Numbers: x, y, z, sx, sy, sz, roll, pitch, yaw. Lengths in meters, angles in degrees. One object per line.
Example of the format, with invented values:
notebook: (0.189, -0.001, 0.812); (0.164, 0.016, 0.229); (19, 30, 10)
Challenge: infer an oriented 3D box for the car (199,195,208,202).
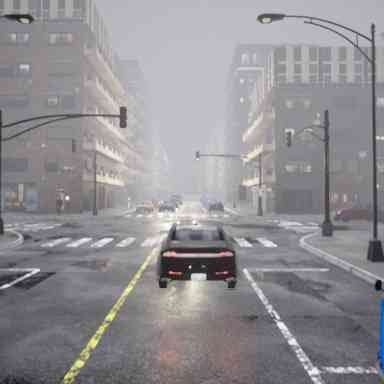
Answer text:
car: (2.962, 1.597, 84.879); (2.192, 1.841, 5.009); (1, 0, 0)

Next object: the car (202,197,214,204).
car: (2.839, 1.698, 45.381); (2.008, 1.369, 4.403); (1, 0, 0)

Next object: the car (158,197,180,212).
car: (-2.979, 1.679, 40.739); (2.033, 1.411, 5.357); (0, 0, 0)

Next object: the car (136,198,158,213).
car: (-5.557, 1.653, 39.593); (1.752, 1.417, 4.829); (1, 0, 0)

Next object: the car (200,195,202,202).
car: (2.908, 1.749, 68.121); (1.752, 1.417, 4.829); (1, 0, 0)

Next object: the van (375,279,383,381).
van: (2.679, 1.347, 1.793); (1.690, 1.788, 3.998); (1, 0, 0)

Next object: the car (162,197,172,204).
car: (-5.456, 1.787, 73.619); (1.887, 1.381, 4.507); (1, 0, 0)

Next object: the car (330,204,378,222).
car: (13.726, 1.689, 27.891); (4.097, 1.590, 1.967); (0, -2, 1)

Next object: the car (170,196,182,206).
car: (-2.942, 1.690, 50.643); (1.812, 1.442, 4.674); (0, 0, 0)

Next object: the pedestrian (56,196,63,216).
pedestrian: (-12.445, 1.307, 31.227); (0.375, 1.860, 0.375); (0, -2, 1)

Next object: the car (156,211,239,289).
car: (0.106, 1.522, 9.210); (2.128, 1.511, 4.902); (0, 0, -1)

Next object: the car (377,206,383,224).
car: (13.597, 1.640, 19.510); (4.313, 1.339, 1.947); (0, -2, 1)

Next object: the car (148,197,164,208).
car: (-5.522, 1.606, 51.049); (1.967, 1.590, 4.097); (1, 0, 0)

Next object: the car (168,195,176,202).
car: (-5.404, 1.741, 90.547); (1.967, 1.590, 4.097); (1, 0, 0)

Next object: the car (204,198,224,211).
car: (2.822, 1.695, 39.739); (1.947, 1.339, 4.313); (1, 0, 0)

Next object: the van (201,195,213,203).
van: (2.877, 1.526, 56.666); (1.690, 1.788, 3.998); (1, 0, 0)

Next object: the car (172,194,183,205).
car: (-2.878, 1.422, 61.381); (2.150, 2.045, 5.566); (0, 0, 1)
